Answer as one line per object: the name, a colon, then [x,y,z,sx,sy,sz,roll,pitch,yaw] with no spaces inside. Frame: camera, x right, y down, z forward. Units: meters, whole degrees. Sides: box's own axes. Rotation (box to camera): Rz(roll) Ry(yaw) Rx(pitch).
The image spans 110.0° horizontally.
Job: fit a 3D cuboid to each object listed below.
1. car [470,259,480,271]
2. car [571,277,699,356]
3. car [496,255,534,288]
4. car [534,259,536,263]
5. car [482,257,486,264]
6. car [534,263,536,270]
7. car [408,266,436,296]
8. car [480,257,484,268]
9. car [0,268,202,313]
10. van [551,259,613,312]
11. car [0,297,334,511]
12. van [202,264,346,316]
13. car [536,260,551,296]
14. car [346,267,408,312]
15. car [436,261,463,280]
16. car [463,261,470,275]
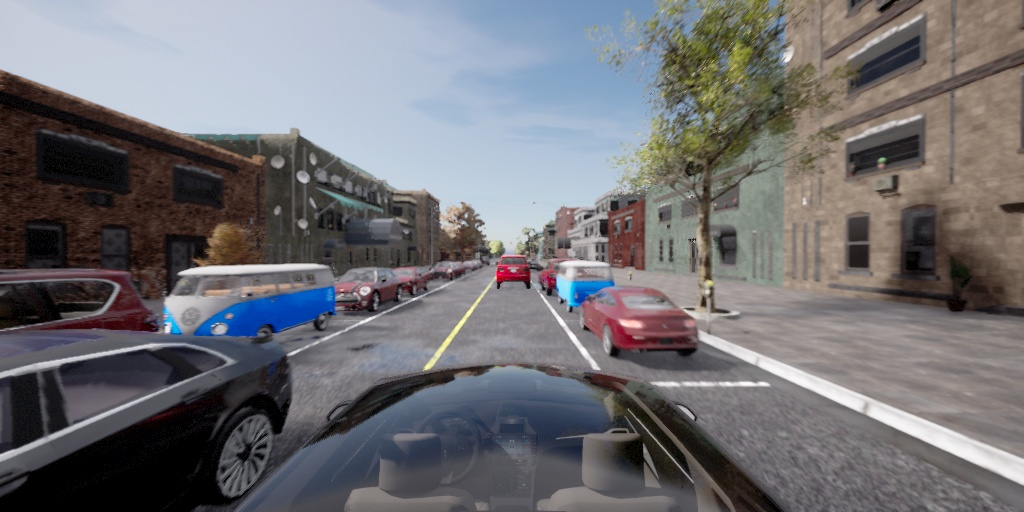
car: [-5.698,1.327,47.142,1.802,1.307,4.207,0,0,0]
car: [2.692,1.332,8.308,1.802,1.307,4.207,0,0,0]
car: [0.094,0.969,24.105,2.150,2.045,5.566,0,0,0]
car: [2.683,1.311,47.147,1.948,1.339,4.313,0,0,0]
car: [-5.700,1.325,58.239,1.802,1.307,4.207,0,0,0]
car: [2.688,1.330,24.953,1.802,1.307,4.207,0,0,0]
car: [-5.692,1.294,19.401,1.888,1.381,4.507,0,0,0]
car: [-5.699,1.295,52.690,2.007,1.370,4.403,0,0,0]
car: [-5.688,1.065,2.756,2.192,1.841,5.009,0,0,0]
van: [2.690,1.090,13.856,1.690,1.789,3.998,0,0,0]
car: [-3.097,1.242,1.585,2.128,1.511,4.902,0,0,0]
van: [-5.689,1.091,8.304,1.690,1.789,3.998,0,0,0]
car: [2.690,1.063,19.405,2.192,1.841,5.009,0,0,0]
car: [-5.690,1.189,13.852,1.967,1.591,4.097,0,0,0]
car: [-5.694,1.187,30.497,1.967,1.591,4.097,0,0,0]
car: [-5.695,1.292,36.046,1.888,1.381,4.507,0,0,0]
